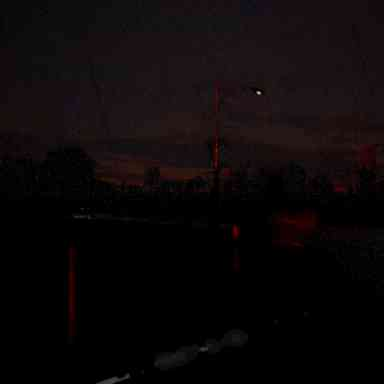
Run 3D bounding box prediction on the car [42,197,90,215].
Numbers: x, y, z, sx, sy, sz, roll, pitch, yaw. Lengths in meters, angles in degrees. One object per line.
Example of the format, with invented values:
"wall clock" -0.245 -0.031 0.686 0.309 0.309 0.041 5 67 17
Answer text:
"car" -10.419 1.140 27.424 4.181 1.385 1.994 1 0 31
